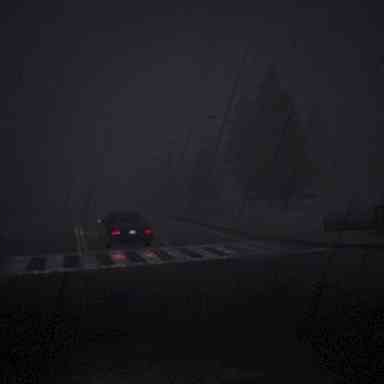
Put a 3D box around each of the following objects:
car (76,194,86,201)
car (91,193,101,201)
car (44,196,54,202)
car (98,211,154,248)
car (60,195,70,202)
[{"bbox_3d":[-26.800,1.325,80.347,2.097,1.767,4.553,0,0,-20],"label":"car"},{"bbox_3d":[-23.530,1.195,81.595,2.150,2.045,5.566,0,0,-20],"label":"car"},{"bbox_3d":[-32.255,1.586,74.851,1.895,1.301,4.718,0,0,-20],"label":"car"},{"bbox_3d":[-3.088,1.561,14.851,2.033,1.411,5.357,0,0,-20],"label":"car"},{"bbox_3d":[-28.960,1.517,76.030,2.128,1.511,4.902,0,0,-20],"label":"car"}]
